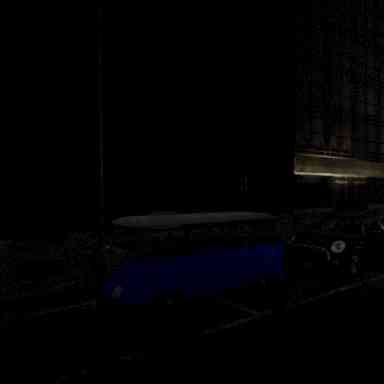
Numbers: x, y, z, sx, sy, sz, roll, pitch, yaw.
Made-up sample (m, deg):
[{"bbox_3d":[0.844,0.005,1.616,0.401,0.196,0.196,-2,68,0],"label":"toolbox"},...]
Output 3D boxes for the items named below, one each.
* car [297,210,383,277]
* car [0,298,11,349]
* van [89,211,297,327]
[{"bbox_3d":[4.647,1.379,9.988,4.097,1.590,1.967,0,0,-36],"label":"car"},{"bbox_3d":[-4.607,1.542,3.352,4.829,1.417,1.752,0,0,-36],"label":"car"},{"bbox_3d":[0.088,1.318,6.719,3.998,1.788,1.690,0,0,-36],"label":"van"}]
